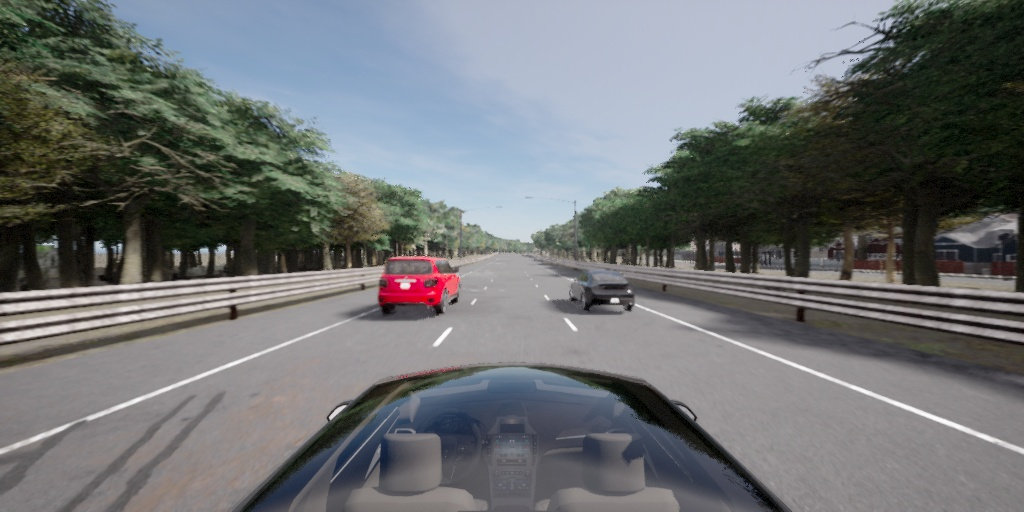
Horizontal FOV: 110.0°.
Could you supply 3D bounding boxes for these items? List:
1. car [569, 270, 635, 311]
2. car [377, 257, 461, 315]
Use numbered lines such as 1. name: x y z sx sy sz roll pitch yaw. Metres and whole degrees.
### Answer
1. car: 3.609 1.332 15.003 1.837 1.490 4.892 0 0 0
2. car: -3.395 1.045 14.085 2.150 2.045 5.566 0 0 0
